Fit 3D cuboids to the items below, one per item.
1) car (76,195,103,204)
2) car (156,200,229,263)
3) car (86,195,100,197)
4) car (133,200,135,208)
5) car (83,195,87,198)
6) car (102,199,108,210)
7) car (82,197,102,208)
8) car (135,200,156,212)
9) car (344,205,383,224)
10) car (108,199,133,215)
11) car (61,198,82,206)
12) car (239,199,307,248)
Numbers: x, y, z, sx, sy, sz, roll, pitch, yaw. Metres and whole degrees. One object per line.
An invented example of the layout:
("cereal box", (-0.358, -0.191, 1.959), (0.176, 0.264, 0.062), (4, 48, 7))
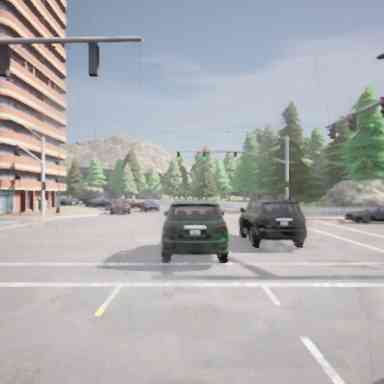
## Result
("car", (-22.216, 1.606, 72.085), (5.566, 2.045, 2.150), (0, 0, 23))
("car", (0.094, 1.320, 12.516), (2.150, 2.045, 5.566), (0, -1, 0))
("car", (-19.426, 1.877, 66.338), (4.674, 1.442, 1.812), (0, -1, 34))
("car", (-9.362, 1.870, 50.875), (1.895, 1.301, 4.718), (0, 0, -31))
("car", (-23.236, 1.867, 64.714), (4.674, 1.442, 1.812), (0, 0, 31))
("car", (-10.633, 1.747, 45.715), (1.837, 1.490, 4.892), (0, 0, -26))
("car", (-15.538, 1.884, 53.572), (1.895, 1.301, 4.718), (0, 0, -40))
("car", (-5.419, 1.771, 42.132), (2.033, 1.411, 5.357), (0, 0, -18))
("car", (14.879, 1.741, 25.890), (5.357, 1.411, 2.033), (0, 0, 3))
("car", (-8.023, 1.550, 37.307), (2.097, 1.767, 4.553), (0, 0, -13))
("car", (-22.993, 1.811, 60.474), (4.902, 1.511, 2.128), (0, 0, 34))
("car", (3.600, 1.342, 15.698), (2.150, 2.045, 5.566), (0, 0, 0))
